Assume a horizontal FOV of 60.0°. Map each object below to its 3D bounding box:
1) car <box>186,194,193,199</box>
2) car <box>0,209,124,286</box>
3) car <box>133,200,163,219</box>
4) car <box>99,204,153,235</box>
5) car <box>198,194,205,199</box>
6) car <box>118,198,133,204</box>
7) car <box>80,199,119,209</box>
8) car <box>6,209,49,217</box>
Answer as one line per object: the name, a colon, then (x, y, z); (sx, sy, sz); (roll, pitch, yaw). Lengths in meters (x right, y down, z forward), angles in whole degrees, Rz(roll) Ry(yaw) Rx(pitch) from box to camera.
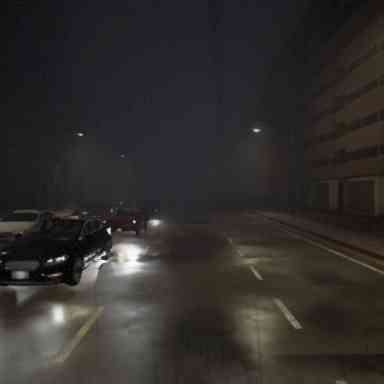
car: (-0.798, 1.216, 92.675); (1.895, 1.301, 4.718); (0, 0, -1)
car: (-3.597, 1.467, 9.416); (2.128, 1.511, 4.902); (0, 0, 0)
car: (-3.575, 1.451, 28.682); (1.812, 1.442, 4.674); (0, 0, 0)
car: (-3.593, 1.553, 18.686); (1.895, 1.301, 4.718); (0, 0, 0)
car: (2.702, 1.160, 92.687); (2.033, 1.411, 5.357); (0, 0, -1)
car: (-7.068, 1.404, 33.820); (2.128, 1.511, 4.902); (0, 0, 0)
car: (-7.088, 1.485, 24.172); (2.033, 1.411, 5.357); (0, 0, 0)
car: (-7.096, 1.488, 14.463); (1.812, 1.442, 4.674); (0, 0, 0)
